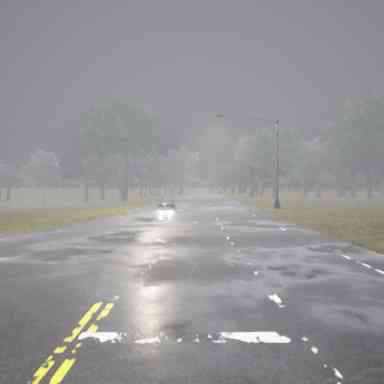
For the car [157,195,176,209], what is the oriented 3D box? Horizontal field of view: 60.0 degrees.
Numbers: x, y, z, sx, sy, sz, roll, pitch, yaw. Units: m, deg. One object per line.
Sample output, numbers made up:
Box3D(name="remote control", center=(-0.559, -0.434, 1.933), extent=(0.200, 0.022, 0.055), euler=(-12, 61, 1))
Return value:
Box3D(name="car", center=(-2.898, 1.165, 39.000), extent=(2.128, 1.511, 4.902), euler=(0, 1, 2))
